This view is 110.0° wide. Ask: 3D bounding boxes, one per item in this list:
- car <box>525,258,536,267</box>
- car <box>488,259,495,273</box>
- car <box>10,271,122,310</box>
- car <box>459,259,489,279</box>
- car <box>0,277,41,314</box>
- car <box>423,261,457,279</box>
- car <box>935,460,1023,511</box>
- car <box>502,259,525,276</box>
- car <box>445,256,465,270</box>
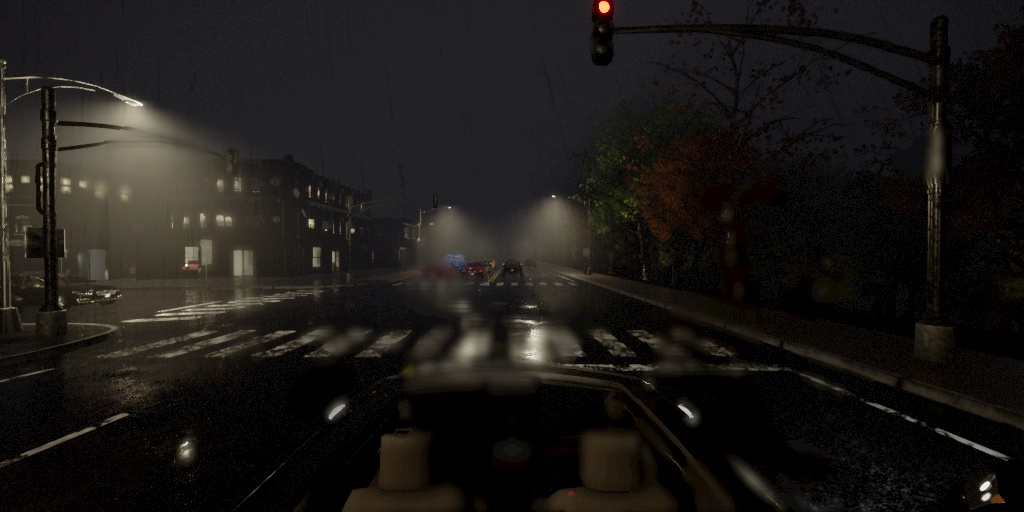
[{"bbox_3d":[3.213,1.204,63.215,1.882,1.535,5.008,0,0,0],"label":"car"},{"bbox_3d":[-3.424,1.240,43.154,1.837,1.490,4.892,0,0,0],"label":"car"},{"bbox_3d":[-19.620,1.472,15.228,4.892,1.490,1.837,-1,1,0],"label":"car"},{"bbox_3d":[-3.411,1.266,33.087,1.812,1.442,4.674,0,0,0],"label":"car"},{"bbox_3d":[-19.971,1.565,12.521,4.313,1.339,1.948,0,0,0],"label":"car"},{"bbox_3d":[-6.661,1.341,32.866,1.895,1.301,4.718,0,0,2],"label":"car"},{"bbox_3d":[3.356,1.314,0.208,1.994,1.385,4.181,0,0,0],"label":"car"},{"bbox_3d":[0.032,1.215,37.742,1.882,1.535,5.008,0,0,0],"label":"car"},{"bbox_3d":[-6.677,0.957,42.771,2.150,2.045,5.566,0,0,0],"label":"car"}]
